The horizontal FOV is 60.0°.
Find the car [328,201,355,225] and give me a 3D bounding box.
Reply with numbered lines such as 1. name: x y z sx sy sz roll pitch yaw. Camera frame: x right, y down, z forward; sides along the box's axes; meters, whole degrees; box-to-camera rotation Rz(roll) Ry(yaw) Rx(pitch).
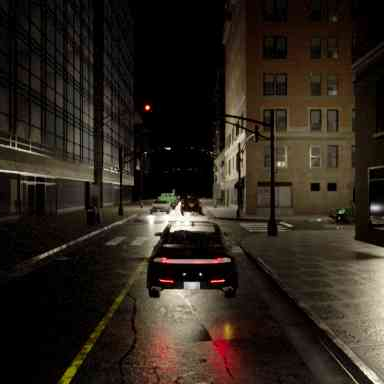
1. car: 11.894 1.308 23.037 4.553 1.767 2.097 0 0 -1

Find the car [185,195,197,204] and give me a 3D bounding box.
1. car: -0.191 1.447 64.976 2.128 1.511 4.902 0 0 0

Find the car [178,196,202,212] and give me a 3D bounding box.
1. car: -0.051 1.331 34.110 2.097 1.767 4.553 0 0 -1

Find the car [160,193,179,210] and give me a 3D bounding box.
1. car: -3.203 1.193 43.732 2.150 2.045 5.566 0 0 1

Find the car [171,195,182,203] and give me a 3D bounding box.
1. car: -3.205 1.453 69.528 2.128 1.511 4.902 0 0 0

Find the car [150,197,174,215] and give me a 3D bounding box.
1. car: -3.195 1.505 34.279 1.812 1.442 4.674 0 0 0

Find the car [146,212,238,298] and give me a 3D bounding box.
1. car: 0.022 1.490 8.479 2.128 1.511 4.902 0 0 1

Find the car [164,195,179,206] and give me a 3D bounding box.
1. car: -3.227 1.317 53.637 2.097 1.767 4.553 0 0 0
